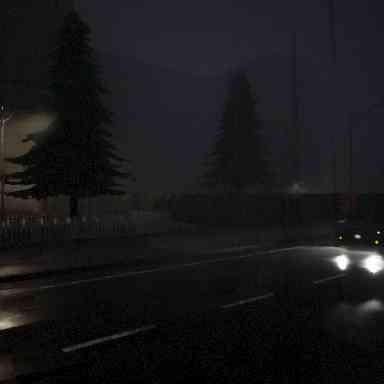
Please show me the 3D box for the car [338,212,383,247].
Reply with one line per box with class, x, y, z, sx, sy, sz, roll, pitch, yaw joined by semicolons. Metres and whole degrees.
car;8.109;1.569;14.215;4.181;1.385;1.994;0;0;-36
